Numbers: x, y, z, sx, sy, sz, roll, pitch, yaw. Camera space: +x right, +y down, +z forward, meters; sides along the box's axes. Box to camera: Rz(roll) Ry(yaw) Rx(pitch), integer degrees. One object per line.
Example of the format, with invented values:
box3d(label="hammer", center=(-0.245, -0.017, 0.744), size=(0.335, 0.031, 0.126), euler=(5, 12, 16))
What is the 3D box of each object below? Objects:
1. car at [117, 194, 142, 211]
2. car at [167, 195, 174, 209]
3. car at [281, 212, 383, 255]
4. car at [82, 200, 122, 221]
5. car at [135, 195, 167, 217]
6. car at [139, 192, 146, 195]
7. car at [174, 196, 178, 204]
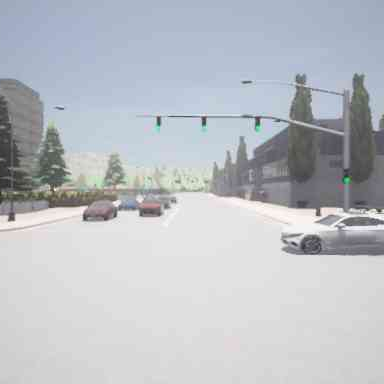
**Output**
box3d(label="car", center=(-7.091, 1.335, 38.060), size=(1.812, 1.442, 4.674), euler=(0, 0, 0))
box3d(label="car", center=(-3.591, 1.300, 40.793), size=(1.837, 1.490, 4.892), euler=(0, 0, 0))
box3d(label="car", center=(5.687, 1.475, 12.301), size=(4.674, 1.442, 1.812), euler=(0, 0, 1))
box3d(label="car", center=(-7.098, 1.395, 26.145), size=(1.812, 1.442, 4.674), euler=(0, 0, 0))
box3d(label="car", center=(-3.596, 1.327, 30.130), size=(1.882, 1.535, 5.008), euler=(0, 0, 0))
box3d(label="car", center=(-7.039, 1.215, 55.399), size=(2.128, 1.511, 4.902), euler=(0, 0, 1))
box3d(label="car", center=(-3.529, 1.280, 56.662), size=(1.994, 1.385, 4.181), euler=(0, 0, 1))
